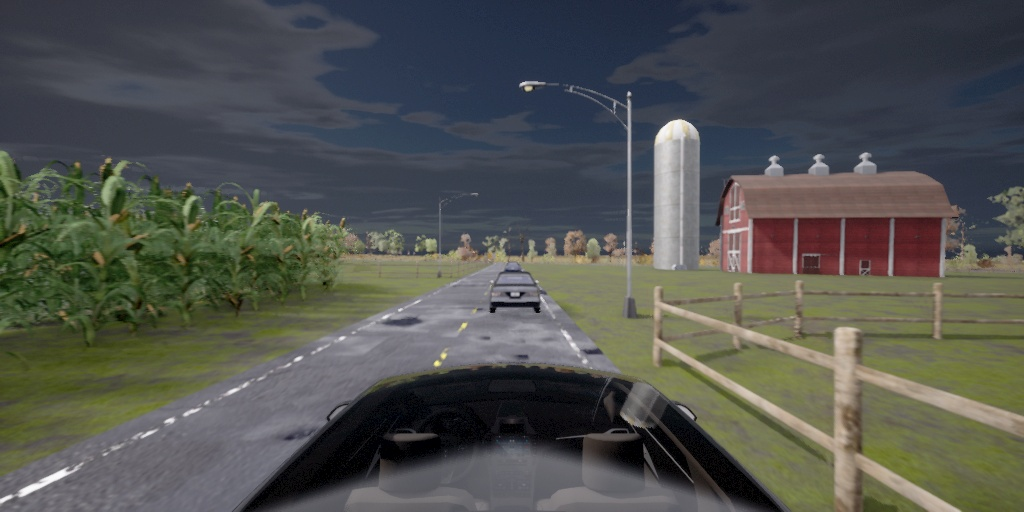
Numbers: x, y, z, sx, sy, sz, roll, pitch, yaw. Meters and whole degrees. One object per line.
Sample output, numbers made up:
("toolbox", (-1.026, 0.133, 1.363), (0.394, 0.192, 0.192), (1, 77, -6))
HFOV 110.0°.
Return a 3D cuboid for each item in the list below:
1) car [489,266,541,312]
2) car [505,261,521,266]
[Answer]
("car", (0.102, 1.292, 14.171), (2.033, 1.411, 5.357), (0, 0, 0))
("car", (0.105, 1.314, 41.438), (1.994, 1.385, 4.181), (0, 0, 0))
